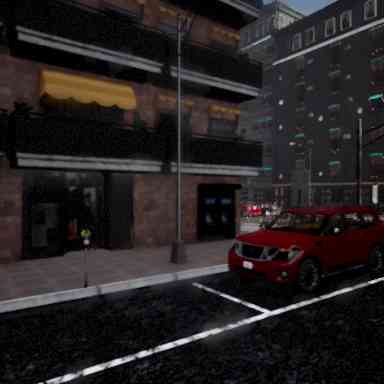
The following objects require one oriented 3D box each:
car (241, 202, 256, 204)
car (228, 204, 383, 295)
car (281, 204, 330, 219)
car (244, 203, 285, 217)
[{"bbox_3d":[5.608,1.869,37.907,2.097,1.767,4.553,0,-1,-36],"label":"car"},{"bbox_3d":[3.307,1.318,8.920,5.009,1.841,2.192,0,0,-36],"label":"car"},{"bbox_3d":[11.609,1.952,34.347,2.008,1.369,4.403,-1,0,-36],"label":"car"},{"bbox_3d":[8.381,2.058,38.837,2.008,1.369,4.403,-1,0,-36],"label":"car"}]
